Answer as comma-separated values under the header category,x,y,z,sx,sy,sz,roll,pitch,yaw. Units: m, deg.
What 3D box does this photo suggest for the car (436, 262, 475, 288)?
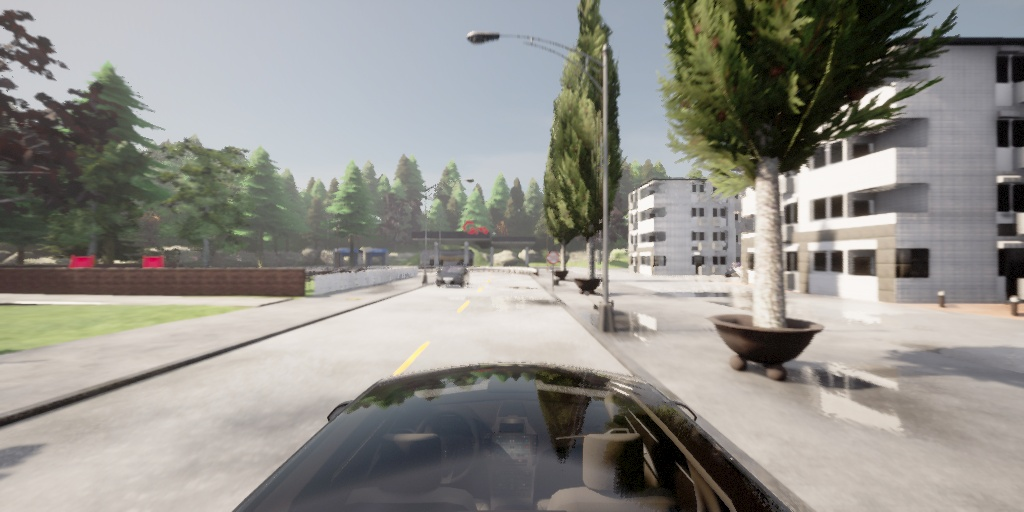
category,x,y,z,sx,sy,sz,roll,pitch,yaw
car,-4.095,1.397,25.400,2.128,1.511,4.902,0,0,0
